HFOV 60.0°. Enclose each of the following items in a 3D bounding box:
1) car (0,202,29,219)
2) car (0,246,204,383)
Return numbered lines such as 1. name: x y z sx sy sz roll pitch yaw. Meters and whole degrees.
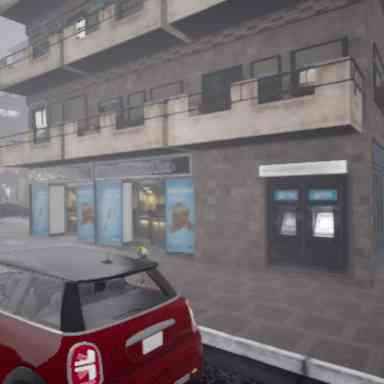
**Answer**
1. car: -14.576 1.487 26.611 1.947 1.339 4.313 -1 -1 36
2. car: -1.947 1.427 4.246 4.097 1.590 1.967 0 -1 36
